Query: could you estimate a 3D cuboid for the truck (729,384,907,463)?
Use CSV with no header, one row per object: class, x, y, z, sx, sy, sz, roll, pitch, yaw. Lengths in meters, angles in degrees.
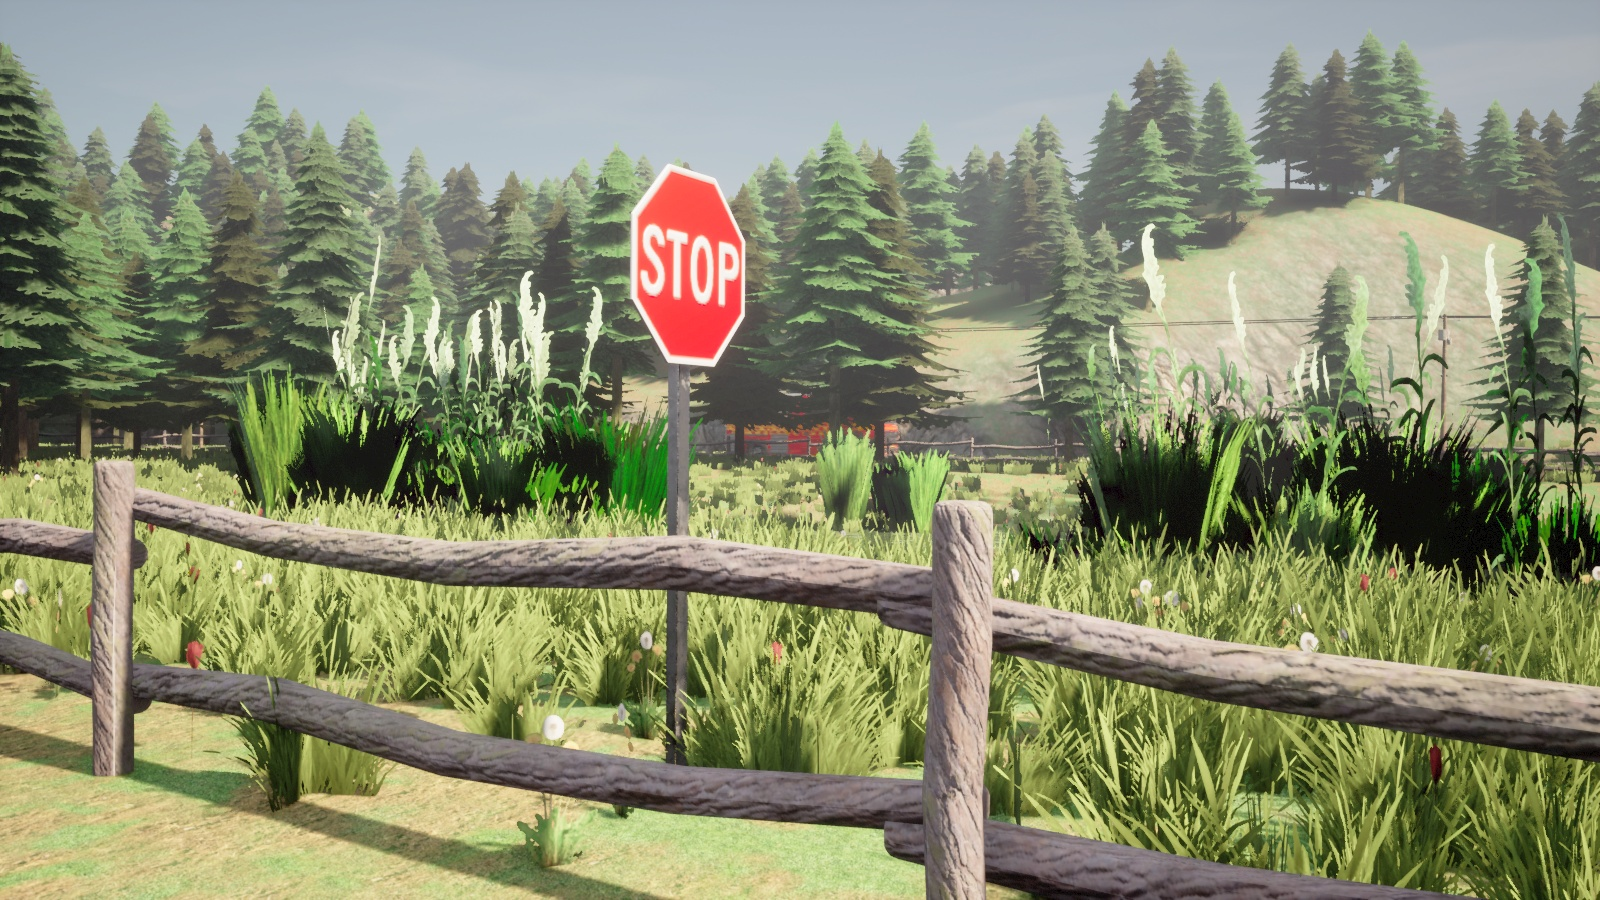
truck,0.887,-1.271,63.288,8.468,3.827,2.891,0,1,20
